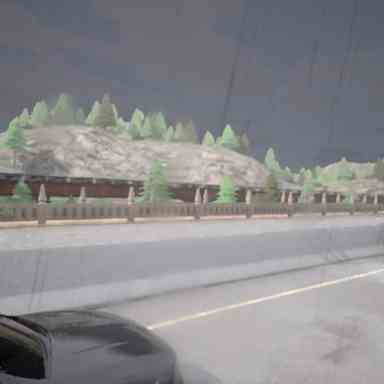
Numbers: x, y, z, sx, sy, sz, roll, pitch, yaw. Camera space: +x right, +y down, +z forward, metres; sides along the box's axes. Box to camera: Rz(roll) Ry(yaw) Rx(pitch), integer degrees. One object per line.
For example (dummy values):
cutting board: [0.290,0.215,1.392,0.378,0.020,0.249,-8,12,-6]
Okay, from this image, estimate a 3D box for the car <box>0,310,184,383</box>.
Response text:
car: [-2.308,1.507,2.101,4.892,1.490,1.837,0,0,-35]
